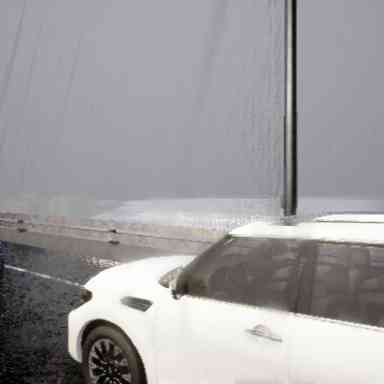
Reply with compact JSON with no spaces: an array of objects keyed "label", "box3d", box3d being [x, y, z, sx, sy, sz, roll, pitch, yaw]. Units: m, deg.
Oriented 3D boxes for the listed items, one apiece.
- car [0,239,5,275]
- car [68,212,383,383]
[{"label":"car","box3d":[-7.038,1.333,8.932,4.553,1.767,2.097,0,0,36]},{"label":"car","box3d":[1.195,1.217,3.148,5.566,2.045,2.150,0,0,36]}]
